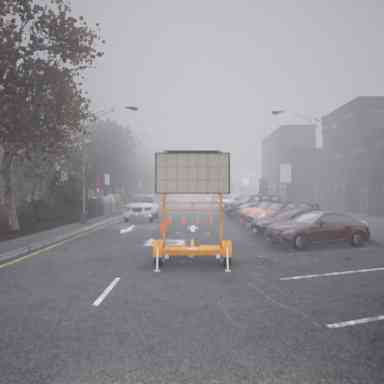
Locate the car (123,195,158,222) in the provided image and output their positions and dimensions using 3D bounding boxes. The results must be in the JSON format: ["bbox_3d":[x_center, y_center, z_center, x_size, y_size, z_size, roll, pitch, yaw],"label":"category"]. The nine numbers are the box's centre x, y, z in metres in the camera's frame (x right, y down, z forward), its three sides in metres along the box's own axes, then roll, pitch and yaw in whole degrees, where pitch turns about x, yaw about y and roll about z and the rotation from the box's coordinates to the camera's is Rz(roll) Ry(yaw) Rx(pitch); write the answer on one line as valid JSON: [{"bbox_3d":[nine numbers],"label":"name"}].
[{"bbox_3d":[-3.936,1.232,26.509,2.150,2.045,5.566,0,0,0],"label":"car"}]

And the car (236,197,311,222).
[{"bbox_3d":[5.392,1.364,20.055,4.553,1.767,2.185,1,0,-20],"label":"car"}]

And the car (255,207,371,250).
[{"bbox_3d":[5.336,1.526,14.043,4.674,1.452,2.002,1,0,-20],"label":"car"}]

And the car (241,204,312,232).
[{"bbox_3d":[5.318,1.516,17.035,4.792,1.488,2.163,1,0,-20],"label":"car"}]

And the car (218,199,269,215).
[{"bbox_3d":[5.414,1.541,35.046,4.792,1.488,2.163,1,0,-20],"label":"car"}]

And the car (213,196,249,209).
[{"bbox_3d":[5.480,1.419,47.063,4.553,1.767,2.185,1,0,-20],"label":"car"}]

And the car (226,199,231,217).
[{"bbox_3d":[5.387,1.535,26.052,4.674,1.452,2.002,1,0,-20],"label":"car"}]

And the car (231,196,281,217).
[{"bbox_3d":[5.407,1.367,23.056,4.553,1.767,2.185,1,0,-20],"label":"car"}]

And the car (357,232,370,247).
[{"bbox_3d":[5.317,1.487,5.043,4.892,1.521,2.231,1,0,-20],"label":"car"}]

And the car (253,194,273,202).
[{"bbox_3d":[18.624,1.453,87.074,2.435,2.045,5.566,0,0,-21],"label":"car"}]

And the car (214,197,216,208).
[{"bbox_3d":[5.251,1.500,31.989,5.366,1.575,1.946,1,0,-20],"label":"car"}]

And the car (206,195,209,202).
[{"bbox_3d":[5.545,1.577,56.082,5.008,1.535,2.097,1,0,-20],"label":"car"}]

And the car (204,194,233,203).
[{"bbox_3d":[5.611,1.383,71.120,5.566,2.045,2.435,1,0,-20],"label":"car"}]

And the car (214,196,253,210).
[{"bbox_3d":[5.463,1.409,44.061,4.553,1.767,2.185,1,0,-20],"label":"car"}]

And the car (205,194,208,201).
[{"bbox_3d":[5.404,1.605,65.027,5.366,1.575,1.946,1,0,-20],"label":"car"}]

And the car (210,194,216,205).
[{"bbox_3d":[5.437,1.267,38.048,5.566,2.045,2.435,1,0,-20],"label":"car"}]

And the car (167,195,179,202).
[{"bbox_3d":[-3.847,1.505,67.740,2.097,1.767,4.553,0,0,1],"label":"car"}]

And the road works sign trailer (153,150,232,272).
[{"bbox_3d":[0.018,0.464,10.777,2.380,3.560,2.880,0,0,0],"label":"road works sign trailer"}]

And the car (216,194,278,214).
[{"bbox_3d":[5.397,1.248,29.031,5.566,2.045,2.435,1,0,-20],"label":"car"}]
